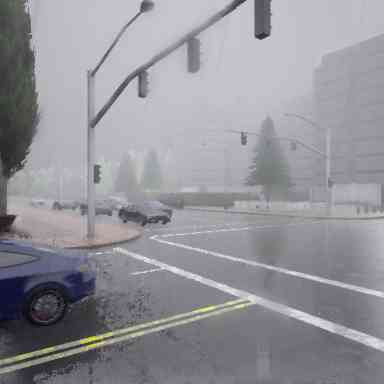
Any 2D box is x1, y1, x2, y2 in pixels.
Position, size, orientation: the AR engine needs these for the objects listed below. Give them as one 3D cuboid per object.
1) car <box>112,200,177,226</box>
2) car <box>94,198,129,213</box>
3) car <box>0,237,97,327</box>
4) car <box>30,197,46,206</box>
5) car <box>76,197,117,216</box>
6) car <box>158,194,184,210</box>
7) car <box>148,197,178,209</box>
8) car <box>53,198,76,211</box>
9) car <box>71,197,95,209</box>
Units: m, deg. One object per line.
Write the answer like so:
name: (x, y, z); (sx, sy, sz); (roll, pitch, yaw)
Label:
car: (-3.532, 1.547, 23.633); (2.033, 1.411, 5.357); (0, 0, -34)
car: (-9.197, 1.491, 37.592); (2.128, 1.511, 4.902); (0, 0, -36)
car: (-3.963, 1.526, 5.489); (4.674, 1.442, 1.812); (0, 0, -36)
car: (-24.849, 1.529, 53.585); (1.812, 1.442, 4.674); (0, 0, -36)
car: (-9.099, 1.505, 31.440); (1.837, 1.490, 4.892); (0, 0, -36)
car: (-3.127, 1.221, 41.426); (2.150, 2.045, 5.566); (0, 0, -35)
car: (-3.615, 1.478, 29.801); (1.882, 1.535, 5.008); (0, 0, -36)
car: (-15.611, 1.526, 40.543); (1.812, 1.442, 4.674); (0, 0, -35)
car: (-15.062, 1.505, 45.795); (1.837, 1.490, 4.892); (0, 0, -35)
